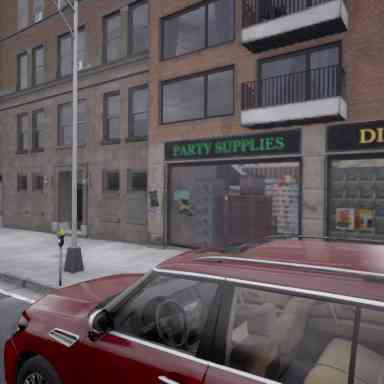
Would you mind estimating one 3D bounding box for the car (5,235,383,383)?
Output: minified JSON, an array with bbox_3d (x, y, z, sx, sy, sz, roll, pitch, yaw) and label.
[{"bbox_3d":[0.547,1.315,2.676,5.009,1.841,2.192,0,1,35],"label":"car"}]
